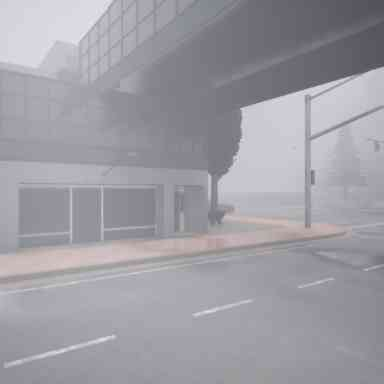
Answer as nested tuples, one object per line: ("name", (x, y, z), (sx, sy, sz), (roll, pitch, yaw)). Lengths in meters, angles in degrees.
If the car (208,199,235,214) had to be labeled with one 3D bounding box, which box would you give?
("car", (2.453, 1.473, 35.217), (1.882, 1.535, 5.008), (0, 0, -36))
